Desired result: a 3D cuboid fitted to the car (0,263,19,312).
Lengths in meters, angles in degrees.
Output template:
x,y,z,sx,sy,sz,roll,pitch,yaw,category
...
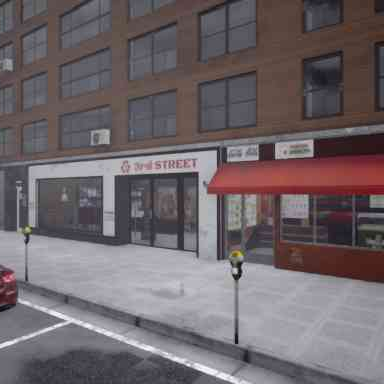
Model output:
x,y,z,sx,sy,sz,roll,pitch,yaw,category
-4.925,1.581,6.327,4.206,1.307,1.802,0,0,36,car
